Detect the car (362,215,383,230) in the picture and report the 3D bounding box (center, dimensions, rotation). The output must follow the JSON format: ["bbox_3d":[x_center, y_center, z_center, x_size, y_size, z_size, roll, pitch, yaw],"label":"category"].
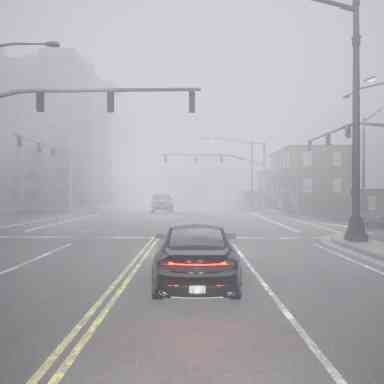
[{"bbox_3d":[16.056,2.655,28.274,4.181,1.385,1.994,8,0,0],"label":"car"}]

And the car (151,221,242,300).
[{"bbox_3d":[0.096,1.505,8.393,1.837,1.490,4.892,0,0,0],"label":"car"}]

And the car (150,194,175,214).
[{"bbox_3d":[-3.301,1.196,35.762,2.150,2.045,5.566,0,-1,-6],"label":"car"}]

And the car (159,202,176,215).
[{"bbox_3d":[-3.617,2.512,49.448,2.128,1.511,4.902,0,-9,0],"label":"car"}]
